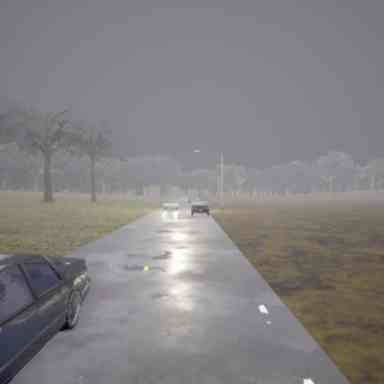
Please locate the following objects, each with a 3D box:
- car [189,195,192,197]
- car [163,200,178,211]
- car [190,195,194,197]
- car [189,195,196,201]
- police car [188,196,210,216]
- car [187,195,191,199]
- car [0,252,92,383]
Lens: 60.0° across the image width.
[{"bbox_3d":[0.841,1.654,50.736,1.882,1.535,5.008,0,0,0],"label":"car"},{"bbox_3d":[-2.823,1.764,44.435,1.895,1.301,4.718,0,0,0],"label":"car"},{"bbox_3d":[0.839,1.619,44.924,1.801,1.575,5.366,0,0,0],"label":"car"},{"bbox_3d":[0.028,1.618,89.890,1.812,1.442,4.674,0,0,0],"label":"car"},{"bbox_3d":[0.836,1.565,34.844,1.930,1.638,5.238,0,0,0],"label":"police car"},{"bbox_3d":[0.021,1.615,69.090,2.033,1.411,5.357,0,0,0],"label":"car"},{"bbox_3d":[-2.848,1.570,4.224,2.033,1.411,5.357,0,0,0],"label":"car"}]
